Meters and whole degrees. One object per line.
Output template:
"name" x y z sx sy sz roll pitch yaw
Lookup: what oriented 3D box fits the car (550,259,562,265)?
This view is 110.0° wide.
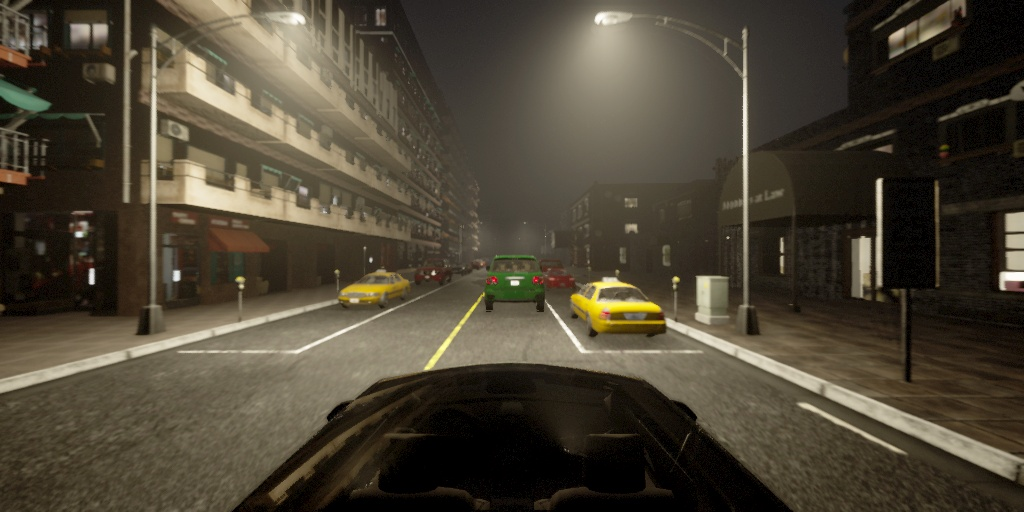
"car" 2.688 1.112 26.603 2.192 1.841 5.009 0 0 0

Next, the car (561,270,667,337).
"car" 2.690 1.290 10.155 1.751 1.417 4.829 0 0 0

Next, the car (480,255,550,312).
"car" 0.098 0.994 14.576 2.150 2.045 5.566 0 0 0

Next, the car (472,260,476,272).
"car" -5.695 1.363 43.048 1.751 1.417 4.829 0 0 0

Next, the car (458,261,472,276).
"car" -5.695 1.374 37.679 2.007 1.370 4.403 0 0 0

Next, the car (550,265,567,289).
"car" 2.688 1.367 21.064 1.802 1.307 4.207 0 0 0

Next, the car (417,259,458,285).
"car" -5.693 1.112 26.601 2.192 1.841 5.009 0 0 0

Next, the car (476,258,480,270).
"car" -5.697 1.414 54.297 1.888 1.381 4.507 0 0 0

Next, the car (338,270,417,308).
"car" -5.692 1.299 15.353 1.751 1.417 4.829 0 0 0
